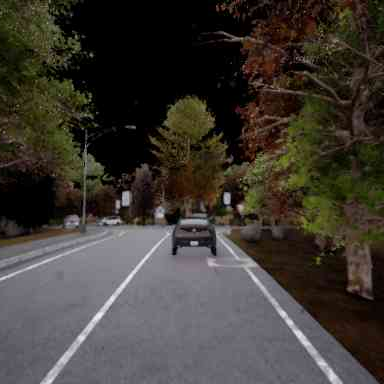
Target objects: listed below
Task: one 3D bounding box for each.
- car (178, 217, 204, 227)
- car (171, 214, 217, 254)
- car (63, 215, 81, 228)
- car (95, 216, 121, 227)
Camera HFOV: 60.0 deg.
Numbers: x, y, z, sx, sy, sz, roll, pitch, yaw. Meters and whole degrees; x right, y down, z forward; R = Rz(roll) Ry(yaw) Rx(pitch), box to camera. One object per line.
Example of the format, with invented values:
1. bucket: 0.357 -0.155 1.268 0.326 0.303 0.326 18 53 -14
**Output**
1. car: -0.216 6.494 72.985 5.566 2.045 2.150 0 -5 8
2. car: 0.092 1.879 15.219 1.837 1.490 4.892 0 -4 0
3. car: -17.960 4.371 49.538 2.150 2.045 5.566 2 -6 -23
4. car: -16.659 5.886 66.234 2.150 2.045 5.566 -4 -5 36
